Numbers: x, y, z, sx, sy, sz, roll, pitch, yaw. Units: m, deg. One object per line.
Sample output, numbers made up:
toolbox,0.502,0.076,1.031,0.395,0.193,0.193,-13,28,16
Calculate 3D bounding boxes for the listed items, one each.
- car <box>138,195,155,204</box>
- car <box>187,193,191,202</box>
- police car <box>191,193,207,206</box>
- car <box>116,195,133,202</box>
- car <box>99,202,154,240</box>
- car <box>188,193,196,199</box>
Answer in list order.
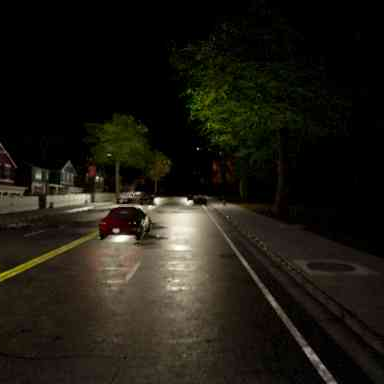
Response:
car,-6.581,1.173,48.346,1.882,1.535,5.008,0,0,0
car,-0.020,1.148,65.466,1.812,1.442,4.674,0,0,0
police car,1.123,1.126,47.315,1.930,1.638,5.238,0,0,0
car,-9.829,1.186,48.748,2.128,1.511,4.902,0,0,1
car,-3.153,1.415,16.117,1.812,1.442,4.674,0,0,0
car,-0.027,1.073,86.230,2.033,1.411,5.357,0,0,0
